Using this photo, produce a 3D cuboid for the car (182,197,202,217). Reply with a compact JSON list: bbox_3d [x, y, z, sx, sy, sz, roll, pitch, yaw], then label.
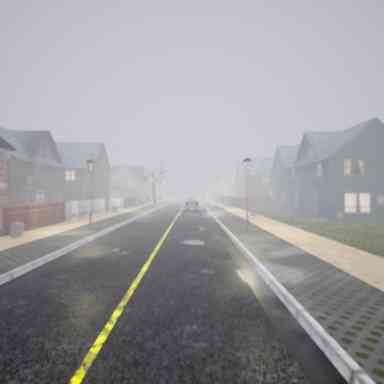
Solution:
[{"bbox_3d":[-0.004,1.450,30.584,2.033,1.411,5.357,0,0,0],"label":"car"}]
